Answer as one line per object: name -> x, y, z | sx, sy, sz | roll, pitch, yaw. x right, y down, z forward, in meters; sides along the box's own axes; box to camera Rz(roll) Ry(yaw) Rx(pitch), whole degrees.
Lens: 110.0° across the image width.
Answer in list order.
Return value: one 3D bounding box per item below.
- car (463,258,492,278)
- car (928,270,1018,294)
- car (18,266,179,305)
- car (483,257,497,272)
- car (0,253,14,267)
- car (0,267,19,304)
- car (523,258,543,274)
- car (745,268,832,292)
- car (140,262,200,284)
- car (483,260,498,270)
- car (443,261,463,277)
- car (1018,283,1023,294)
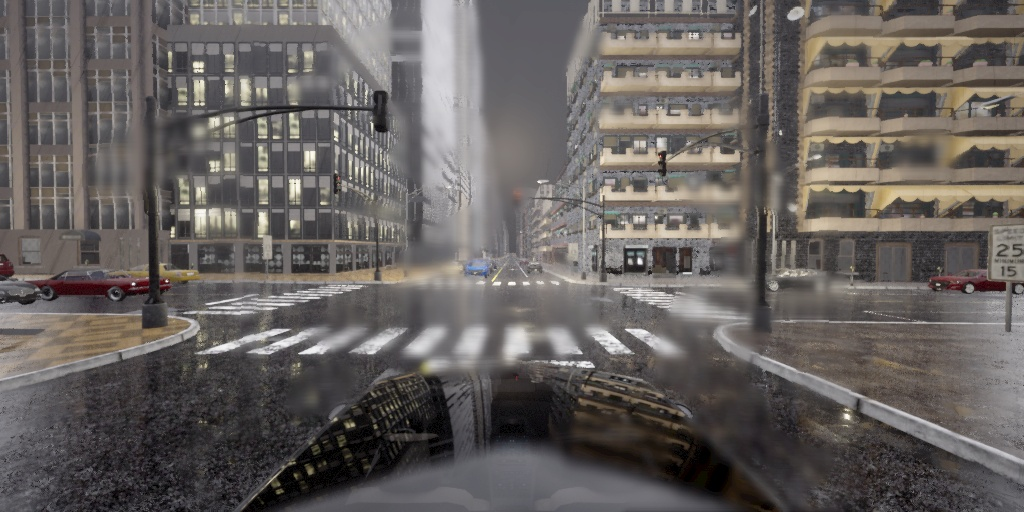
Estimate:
car -> -3.155, 1.218, 33.627 | 1.882, 1.535, 5.008 | 0, 0, -1
car -> 27.336, 1.462, 21.085 | 4.507, 1.381, 1.888 | 0, 0, 1
car -> -18.052, 1.231, 15.833 | 4.718, 1.301, 1.895 | 0, 1, 1
car -> -3.174, 1.230, 43.318 | 2.128, 1.511, 4.902 | 0, 0, 0
car -> -33.654, 0.712, 21.822 | 5.009, 1.841, 2.192 | 0, 0, 1
car -> -20.310, 1.204, 13.310 | 4.403, 1.370, 2.007 | 0, 0, 1
car -> 2.610, 1.289, 41.662 | 2.007, 1.370, 4.403 | 0, 0, 0
car -> 16.270, 1.376, 21.218 | 4.403, 1.370, 2.007 | 0, 0, 1
car -> -21.707, 1.029, 21.641 | 4.829, 1.417, 1.751 | 0, 0, 1
car -> -3.192, 1.337, 53.608 | 1.895, 1.301, 4.718 | 0, 0, 0
car -> -5.759, 1.265, 35.821 | 1.751, 1.417, 4.829 | 0, 0, 0
car -> 21.694, 1.576, 12.773 | 4.313, 1.339, 1.948 | 0, 0, 1
